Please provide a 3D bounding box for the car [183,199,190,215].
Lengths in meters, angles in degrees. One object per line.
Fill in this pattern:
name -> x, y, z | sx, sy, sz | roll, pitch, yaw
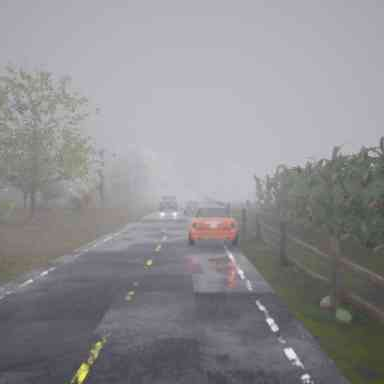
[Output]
car -> 0.032, 1.628, 34.936 | 2.033, 1.411, 5.357 | 0, 0, 0

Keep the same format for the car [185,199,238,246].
car -> 0.910, 1.394, 15.738 | 2.097, 1.767, 4.553 | 0, 0, 1

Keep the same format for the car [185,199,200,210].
car -> 0.042, 1.663, 46.545 | 1.994, 1.385, 4.181 | 0, 0, 0

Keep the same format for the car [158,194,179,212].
car -> -2.820, 1.312, 40.910 | 2.150, 2.045, 5.566 | 0, 0, 0
